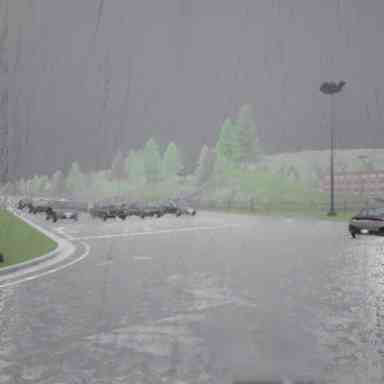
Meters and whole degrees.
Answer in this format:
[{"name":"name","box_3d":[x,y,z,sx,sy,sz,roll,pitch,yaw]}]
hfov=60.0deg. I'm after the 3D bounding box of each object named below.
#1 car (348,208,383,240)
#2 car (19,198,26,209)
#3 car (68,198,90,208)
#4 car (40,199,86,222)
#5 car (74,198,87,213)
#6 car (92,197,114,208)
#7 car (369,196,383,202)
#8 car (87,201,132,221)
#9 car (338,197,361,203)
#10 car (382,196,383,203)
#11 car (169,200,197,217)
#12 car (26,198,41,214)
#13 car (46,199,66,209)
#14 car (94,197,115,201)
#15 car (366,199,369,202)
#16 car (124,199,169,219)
[{"name":"car","box_3d":[9.392,1.514,16.246,4.902,1.511,2.128,0,0,-42]},{"name":"car","box_3d":[-23.416,1.615,47.175,1.837,1.490,4.892,0,0,-32]},{"name":"car","box_3d":[-17.205,1.657,50.446,2.033,1.411,5.357,0,0,-32]},{"name":"car","box_3d":[-10.509,1.552,26.858,2.128,1.511,4.902,0,0,-32]},{"name":"car","box_3d":[-13.018,1.588,37.306,1.837,1.490,4.892,0,-1,-32]},{"name":"car","box_3d":[-13.895,1.613,51.759,1.837,1.490,4.892,0,0,-32]},{"name":"car","box_3d":[35.019,1.605,60.775,1.812,1.442,4.674,0,0,-4]},{"name":"car","box_3d":[-7.038,1.660,27.920,1.895,1.301,4.718,0,0,-33]},{"name":"car","box_3d":[33.439,1.695,70.657,1.895,1.301,4.718,0,0,-18]},{"name":"car","box_3d":[41.333,1.501,67.690,1.882,1.535,5.008,0,0,-11]},{"name":"car","box_3d":[-1.408,1.553,32.115,2.128,1.511,4.902,0,0,-32]},{"name":"car","box_3d":[-16.523,1.560,36.292,1.882,1.535,5.008,0,0,-33]},{"name":"car","box_3d":[-19.433,1.669,47.417,1.994,1.385,4.181,0,0,-32]},{"name":"car","box_3d":[-9.921,1.434,38.961,2.097,1.767,4.553,0,0,-33]},{"name":"car","box_3d":[37.801,1.576,67.545,2.033,1.411,5.357,0,0,-14]},{"name":"car","box_3d":[-4.480,1.608,30.419,2.033,1.411,5.357,0,0,-32]}]
